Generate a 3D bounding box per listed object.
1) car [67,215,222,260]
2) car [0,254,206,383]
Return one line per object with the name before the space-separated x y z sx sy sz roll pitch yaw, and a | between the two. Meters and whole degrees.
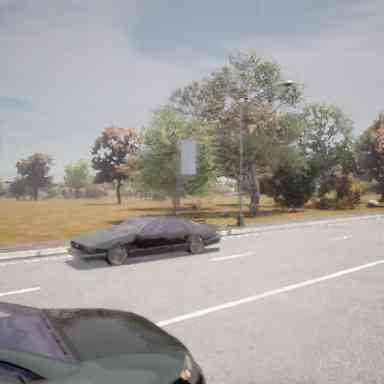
car | -1.426 1.537 11.674 5.357 1.411 2.033 0 0 -37
car | -1.903 1.570 2.462 4.181 1.385 1.994 0 0 -35
